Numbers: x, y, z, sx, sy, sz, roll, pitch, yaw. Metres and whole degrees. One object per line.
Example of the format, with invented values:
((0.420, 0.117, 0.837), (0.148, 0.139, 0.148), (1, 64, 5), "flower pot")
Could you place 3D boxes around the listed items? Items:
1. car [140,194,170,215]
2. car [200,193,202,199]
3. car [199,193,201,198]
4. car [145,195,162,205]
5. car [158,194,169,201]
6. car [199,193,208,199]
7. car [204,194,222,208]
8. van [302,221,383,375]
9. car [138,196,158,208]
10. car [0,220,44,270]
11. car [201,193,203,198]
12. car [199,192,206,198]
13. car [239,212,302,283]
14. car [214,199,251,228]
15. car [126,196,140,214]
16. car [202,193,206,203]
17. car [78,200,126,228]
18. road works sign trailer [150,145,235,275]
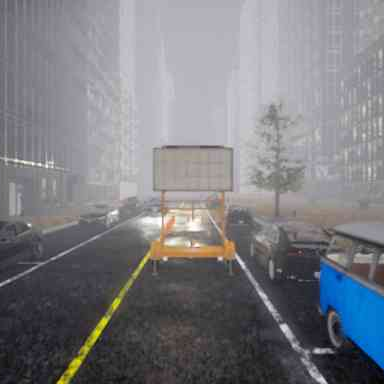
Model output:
((-3.075, 1.254, 30.130), (2.128, 1.511, 4.902), (0, 0, 0), "car")
((2.735, 1.156, 54.678), (1.802, 1.307, 4.206), (0, 0, 0), "car")
((2.740, 1.081, 60.367), (2.008, 1.369, 4.403), (0, 0, 0), "car")
((-5.649, 1.162, 49.017), (1.887, 1.381, 4.507), (0, 0, 0), "car")
((-5.636, 1.032, 66.084), (1.887, 1.381, 4.507), (0, 0, 0), "car")
((2.752, 0.969, 77.432), (1.947, 1.339, 4.313), (0, 0, 0), "car")
((2.723, 1.256, 37.611), (2.008, 1.369, 4.403), (0, 0, 0), "car")
((2.701, 1.312, 3.478), (1.690, 1.788, 3.998), (0, 0, 0), "van")
((-5.653, 1.212, 43.328), (2.008, 1.369, 4.403), (0, 0, 0), "car")
((-5.678, 1.492, 9.195), (1.947, 1.339, 4.313), (0, 0, 0), "car")
((2.732, 1.162, 48.989), (1.887, 1.381, 4.507), (0, 0, 0), "car")
((2.761, 0.843, 88.980), (1.752, 1.417, 4.829), (0, 0, 0), "car")
((2.703, 1.477, 9.168), (2.008, 1.369, 4.403), (0, 0, 0), "car")
((2.711, 1.388, 20.545), (2.008, 1.369, 4.403), (0, 0, 0), "car")
((-5.660, 1.189, 31.950), (1.967, 1.590, 4.097), (0, 0, 0), "car")
((2.728, 1.101, 43.299), (1.967, 1.590, 4.097), (0, 0, 0), "car")
((-5.670, 1.388, 20.572), (2.008, 1.369, 4.403), (0, 0, 0), "car")
((0.031, 0.383, 10.124), (2.380, 3.560, 2.880), (0, 0, 0), "road works sign trailer")
